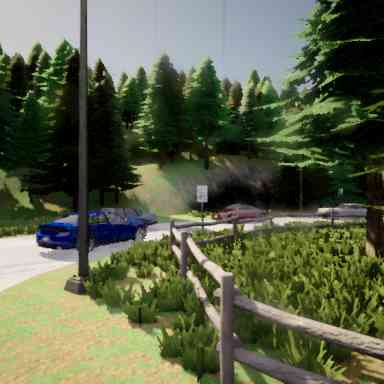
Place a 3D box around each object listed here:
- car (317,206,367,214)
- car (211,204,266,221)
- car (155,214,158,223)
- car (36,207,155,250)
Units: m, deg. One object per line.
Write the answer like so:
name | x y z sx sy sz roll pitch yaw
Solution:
car | 13.073 1.627 28.034 4.718 1.301 1.895 0 0 -6
car | 3.550 1.590 25.152 4.181 1.385 1.994 0 0 -26
car | -4.400 1.573 19.122 2.033 1.411 5.357 0 0 41
car | -3.913 1.503 13.883 1.882 1.535 5.008 -1 0 30
